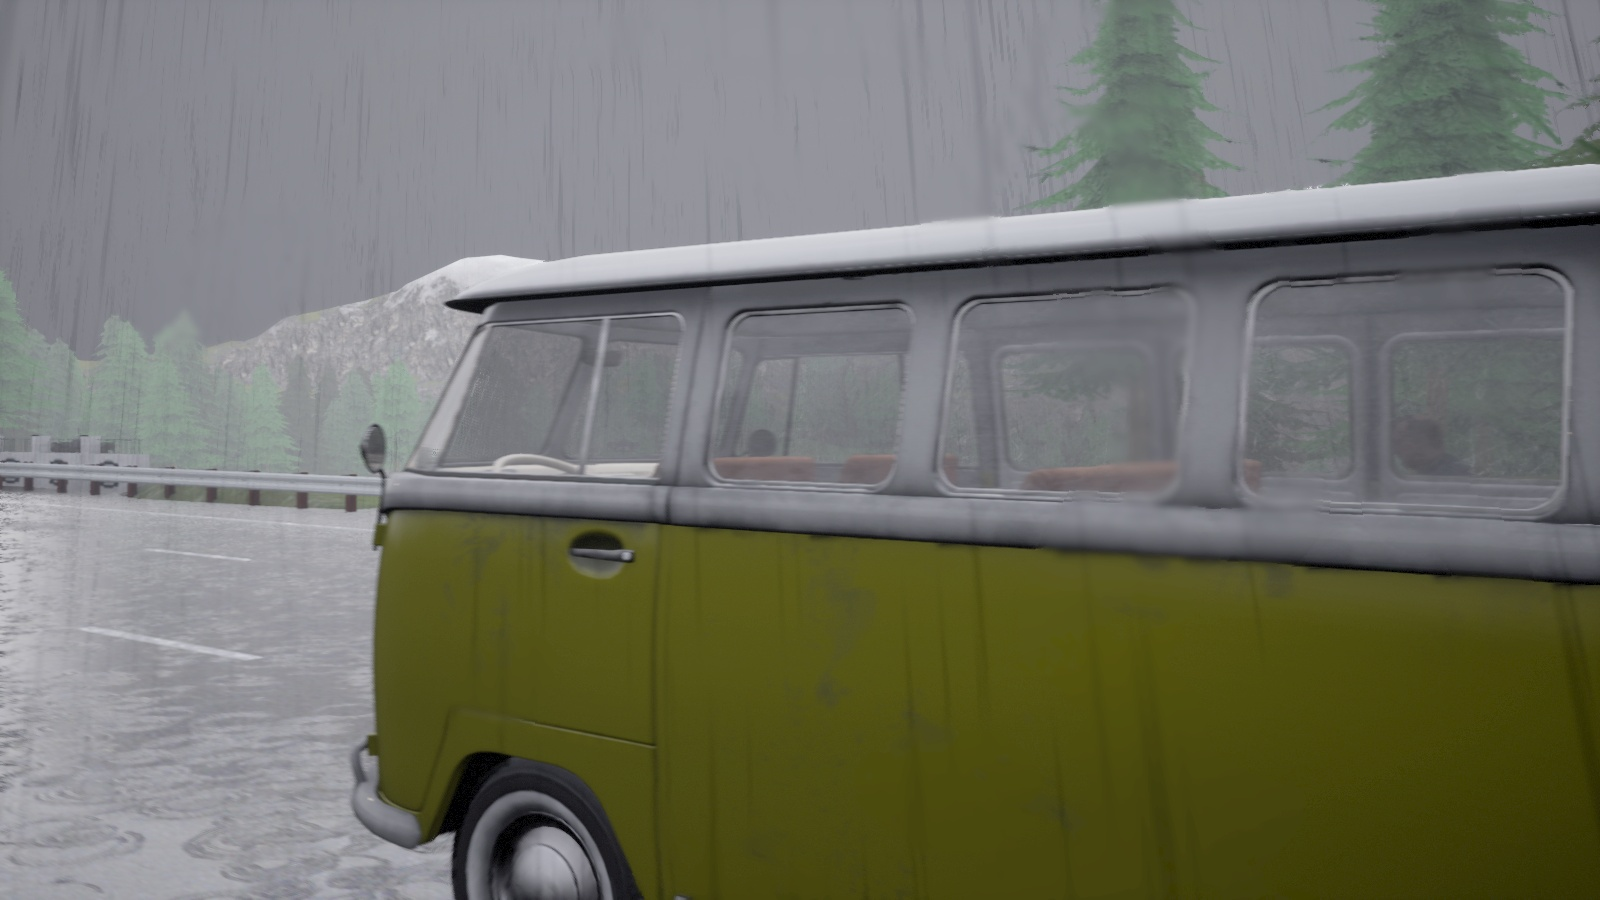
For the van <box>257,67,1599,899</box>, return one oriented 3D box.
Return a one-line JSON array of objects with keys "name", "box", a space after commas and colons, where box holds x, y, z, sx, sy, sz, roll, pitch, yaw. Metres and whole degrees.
[{"name": "van", "box": [0.812, 0.435, 3.079, 4.442, 1.987, 1.775, 0, 1, 34]}]
